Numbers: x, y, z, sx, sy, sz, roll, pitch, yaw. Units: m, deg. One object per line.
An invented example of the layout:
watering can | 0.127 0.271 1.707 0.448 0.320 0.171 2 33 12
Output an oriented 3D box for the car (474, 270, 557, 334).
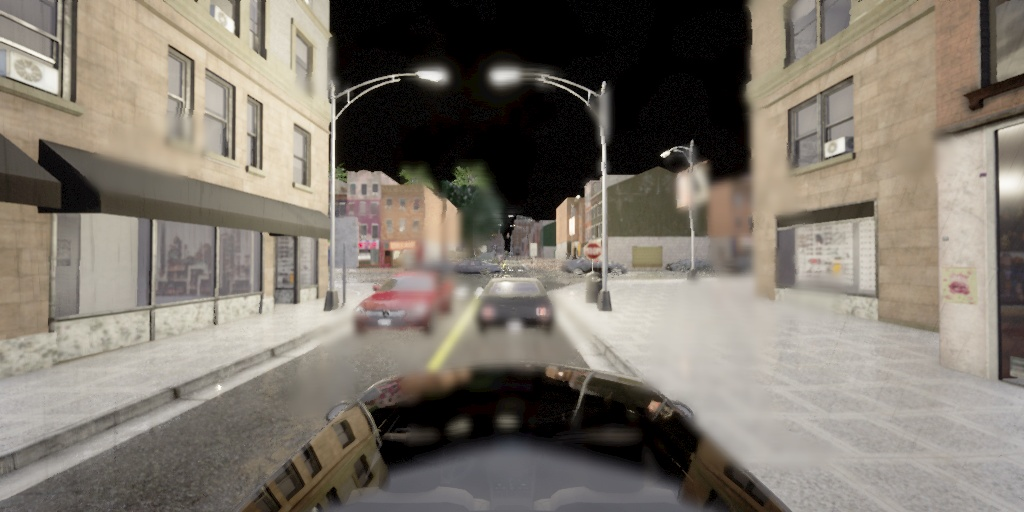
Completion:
car | 0.092 1.266 10.227 1.895 1.301 4.718 0 1 0

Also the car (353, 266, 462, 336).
car | -2.782 1.191 10.252 1.812 1.442 4.674 0 1 0

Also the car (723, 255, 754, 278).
car | 16.901 0.685 24.124 4.892 1.490 1.837 -1 -1 -1

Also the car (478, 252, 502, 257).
car | -2.857 0.521 43.889 2.150 2.045 5.566 0 1 4

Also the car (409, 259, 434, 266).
car | -7.548 1.017 33.837 4.902 1.511 2.128 -2 0 -1

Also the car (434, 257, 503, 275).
car | -3.569 1.023 30.617 5.357 1.411 2.033 -1 1 -1

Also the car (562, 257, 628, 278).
car | 6.254 0.845 27.313 4.902 1.511 2.128 -1 -1 -1

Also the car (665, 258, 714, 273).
car | 16.866 0.864 34.129 4.181 1.385 1.994 -1 -1 -1
